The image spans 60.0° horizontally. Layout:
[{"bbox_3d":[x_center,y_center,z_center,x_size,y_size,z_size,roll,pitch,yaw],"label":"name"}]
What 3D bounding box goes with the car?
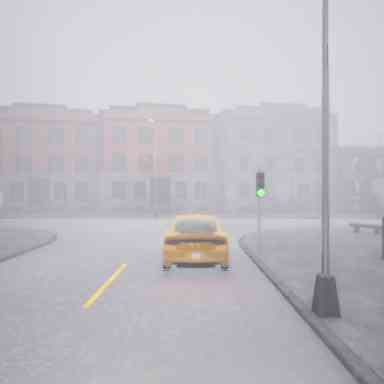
[{"bbox_3d":[0.112,1.476,10.989,1.882,1.535,5.008,0,0,0],"label":"car"}]
